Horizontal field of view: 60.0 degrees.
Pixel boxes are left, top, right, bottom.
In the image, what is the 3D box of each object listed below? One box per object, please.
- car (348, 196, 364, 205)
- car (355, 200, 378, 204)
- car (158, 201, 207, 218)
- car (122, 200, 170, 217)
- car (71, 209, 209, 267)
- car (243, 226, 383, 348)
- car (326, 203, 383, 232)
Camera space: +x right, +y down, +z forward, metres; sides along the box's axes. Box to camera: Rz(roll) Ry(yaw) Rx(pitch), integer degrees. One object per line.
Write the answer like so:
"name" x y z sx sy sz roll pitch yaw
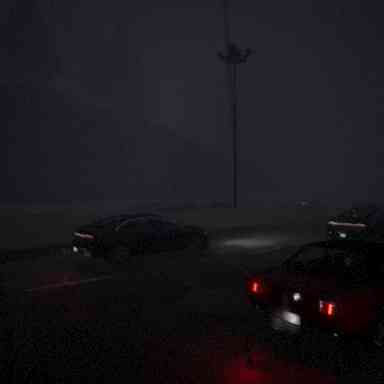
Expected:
"car" 28.650 1.388 58.071 1.812 1.442 4.674 0 0 36
"car" 12.639 1.446 23.539 4.892 1.490 1.837 0 0 -43
"car" -0.843 1.545 30.450 4.181 1.385 1.994 0 0 -42
"car" -4.406 1.556 31.977 4.181 1.385 1.994 0 0 -41
"car" -1.586 1.489 11.452 4.902 1.511 2.128 0 0 -37
"car" 3.250 1.586 6.318 4.718 1.301 1.895 0 0 -38
"car" 7.701 1.456 14.445 4.902 1.511 2.128 0 0 -40
